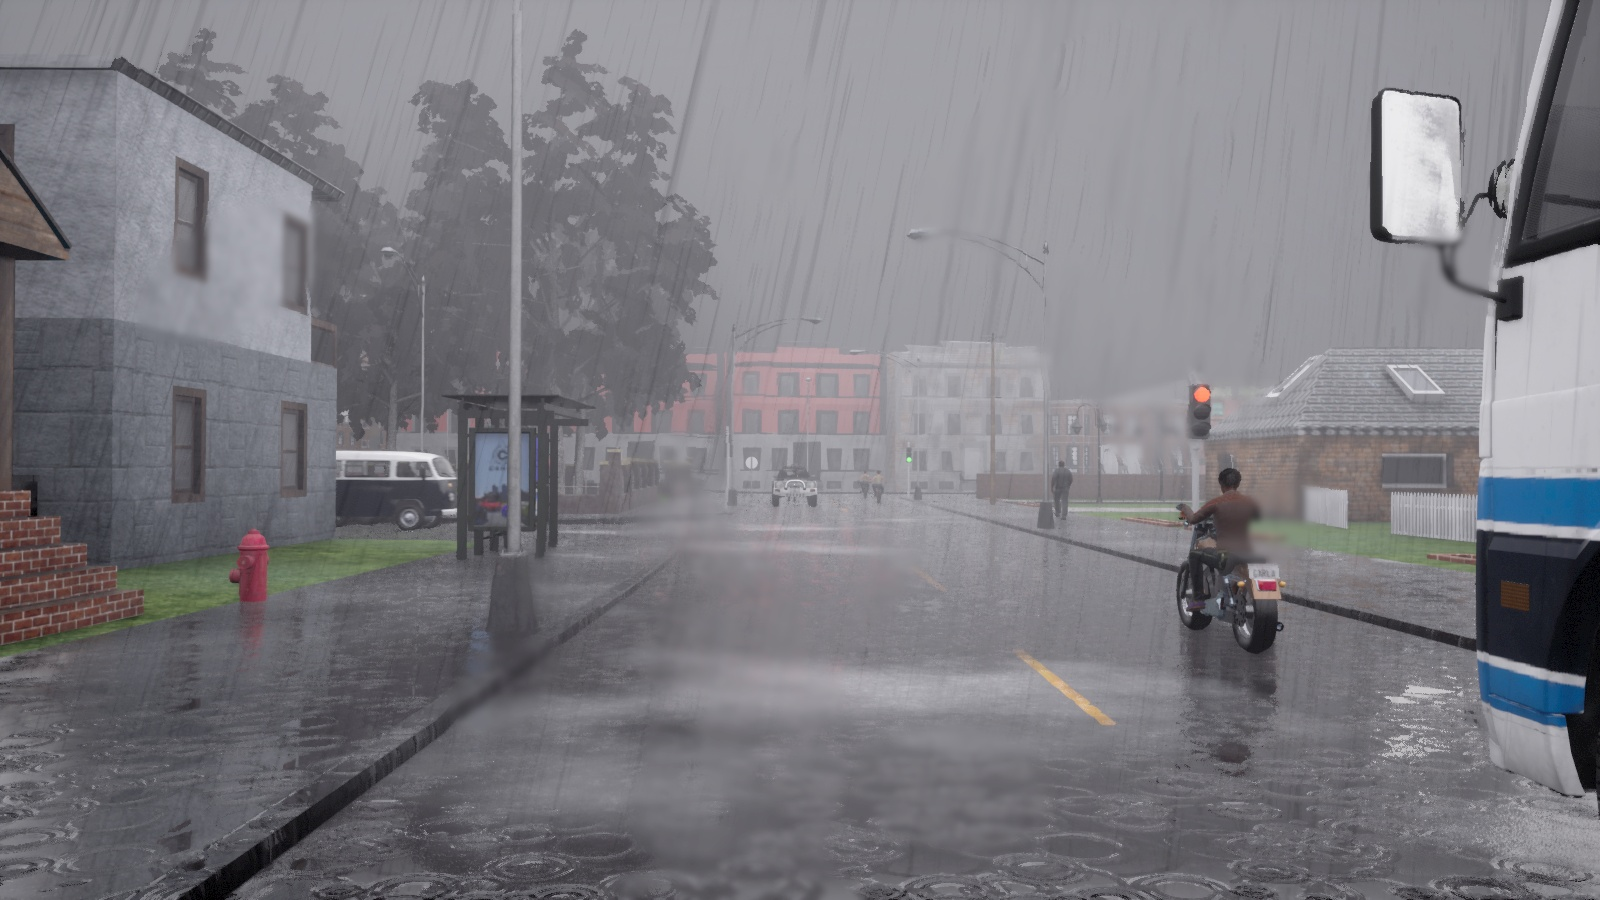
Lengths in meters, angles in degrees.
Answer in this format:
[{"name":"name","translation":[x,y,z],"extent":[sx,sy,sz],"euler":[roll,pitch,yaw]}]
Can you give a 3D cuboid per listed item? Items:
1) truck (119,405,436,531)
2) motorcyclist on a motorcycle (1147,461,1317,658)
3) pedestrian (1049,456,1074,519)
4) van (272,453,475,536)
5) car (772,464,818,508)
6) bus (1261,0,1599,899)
[{"name":"truck","translation":[-14.878,0.500,36.276],"extent":[7.936,3.462,2.891],"euler":[0,-1,-4]},{"name":"motorcyclist on a motorcycle","translation":[3.954,0.946,11.733],"extent":[0.766,1.649,2.350],"euler":[0,-1,0]},{"name":"pedestrian","translation":[7.935,1.129,38.188],"extent":[0.563,1.883,0.849],"euler":[0,-1,-1]},{"name":"van","translation":[-10.797,1.118,32.035],"extent":[4.480,2.038,2.069],"euler":[0,-1,0]},{"name":"car","translation":[-0.262,1.567,55.802],"extent":[1.932,1.855,4.605],"euler":[0,-1,-2]},{"name":"bus","translation":[3.998,-0.572,0.333],"extent":[3.944,4.253,10.273],"euler":[0,-1,0]}]
